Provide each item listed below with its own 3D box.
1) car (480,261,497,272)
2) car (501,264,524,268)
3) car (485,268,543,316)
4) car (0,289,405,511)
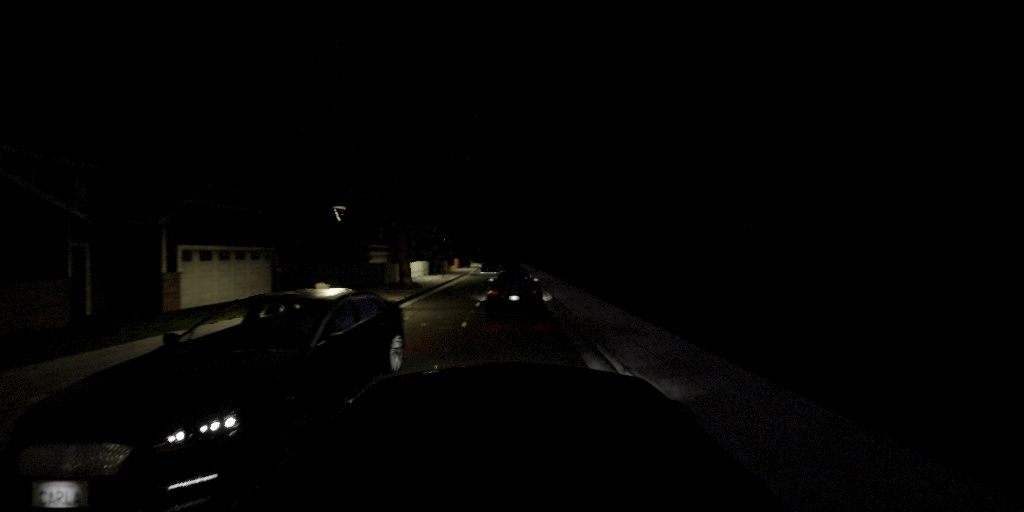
[{"bbox_3d":[-2.976,1.298,46.403,2.033,1.411,5.357,0,0,0],"label":"car"},{"bbox_3d":[0.017,1.314,29.267,1.994,1.385,4.181,0,0,0],"label":"car"},{"bbox_3d":[0.066,1.314,13.485,1.994,1.385,4.181,0,0,0],"label":"car"},{"bbox_3d":[-2.858,1.242,4.716,2.128,1.511,4.902,0,0,0],"label":"car"}]
